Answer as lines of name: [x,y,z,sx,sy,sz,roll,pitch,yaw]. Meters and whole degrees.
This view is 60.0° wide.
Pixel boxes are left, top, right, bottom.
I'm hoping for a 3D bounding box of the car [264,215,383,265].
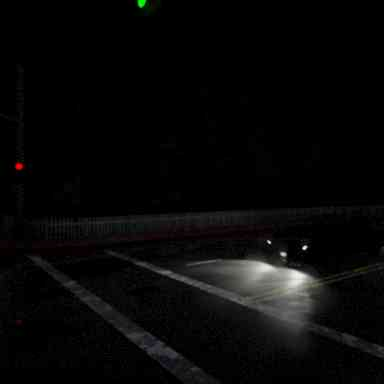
car: [5.009,1.543,11.843,5.357,1.411,2.033,0,0,-35]
